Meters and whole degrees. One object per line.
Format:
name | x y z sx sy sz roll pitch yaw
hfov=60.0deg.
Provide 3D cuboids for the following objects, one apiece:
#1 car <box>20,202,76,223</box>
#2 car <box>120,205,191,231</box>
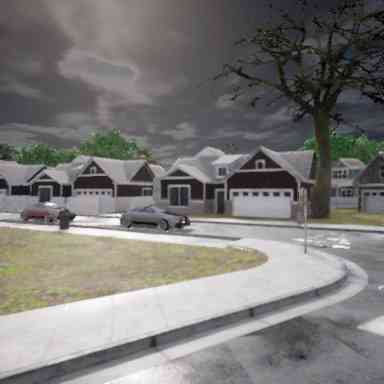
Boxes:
car | -10.422 1.439 24.063 4.181 1.385 1.994 0 0 29
car | -2.181 1.472 19.422 4.181 1.385 1.994 0 0 30
